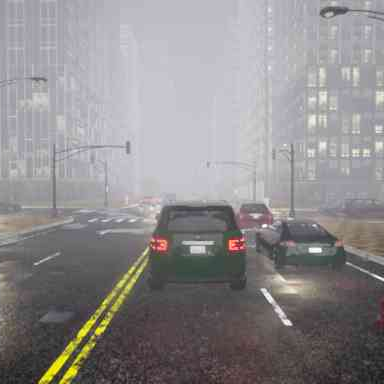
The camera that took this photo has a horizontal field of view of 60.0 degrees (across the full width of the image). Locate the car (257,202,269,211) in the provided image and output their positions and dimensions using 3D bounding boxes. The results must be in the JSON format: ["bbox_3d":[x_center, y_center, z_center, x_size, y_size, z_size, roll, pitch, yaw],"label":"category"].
[{"bbox_3d":[3.390,1.338,19.711,2.097,1.767,4.553,0,0,0],"label":"car"}]

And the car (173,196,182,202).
[{"bbox_3d":[-3.105,1.520,71.590,1.895,1.301,4.718,0,0,0],"label":"car"}]

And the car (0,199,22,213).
[{"bbox_3d":[-19.572,1.398,33.638,4.181,1.385,1.994,1,1,1],"label":"car"}]

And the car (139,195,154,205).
[{"bbox_3d":[-6.521,1.307,49.943,2.097,1.767,4.553,0,0,1],"label":"car"}]

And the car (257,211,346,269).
[{"bbox_3d":[3.373,1.557,11.097,1.994,1.385,4.181,0,0,0],"label":"car"}]

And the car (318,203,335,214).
[{"bbox_3d":[16.689,1.654,36.164,5.357,1.411,2.033,1,1,1],"label":"car"}]

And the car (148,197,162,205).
[{"bbox_3d":[-6.452,1.544,58.932,1.895,1.301,4.718,0,0,0],"label":"car"}]

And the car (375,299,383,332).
[{"bbox_3d":[3.355,1.600,2.272,1.895,1.301,4.718,0,0,0],"label":"car"}]

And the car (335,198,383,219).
[{"bbox_3d":[16.263,1.512,30.386,5.009,1.841,2.192,1,0,1],"label":"car"}]

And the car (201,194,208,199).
[{"bbox_3d":[3.437,1.201,91.619,1.882,1.535,5.008,0,0,0],"label":"car"}]

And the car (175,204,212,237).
[{"bbox_3d":[0.135,1.512,18.852,1.812,1.442,4.674,0,0,2],"label":"car"}]

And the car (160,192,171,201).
[{"bbox_3d":[-6.338,1.137,79.757,2.150,2.045,5.566,0,0,0],"label":"car"}]

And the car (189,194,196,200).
[{"bbox_3d":[0.189,1.412,92.877,1.812,1.442,4.674,0,0,0],"label":"car"}]

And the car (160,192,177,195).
[{"bbox_3d":[-3.258,1.175,51.725,2.150,2.045,5.566,0,0,-1],"label":"car"}]

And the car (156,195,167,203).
[{"bbox_3d":[-6.359,1.406,69.187,1.882,1.535,5.008,0,0,0],"label":"car"}]

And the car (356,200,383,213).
[{"bbox_3d":[21.888,1.634,38.661,4.829,1.417,1.752,1,0,1],"label":"car"}]

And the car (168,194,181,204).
[{"bbox_3d":[-3.188,1.292,61.537,2.097,1.767,4.553,0,0,0],"label":"car"}]

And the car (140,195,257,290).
[{"bbox_3d":[0.120,1.216,9.170,2.150,2.045,5.566,0,0,0],"label":"car"}]
